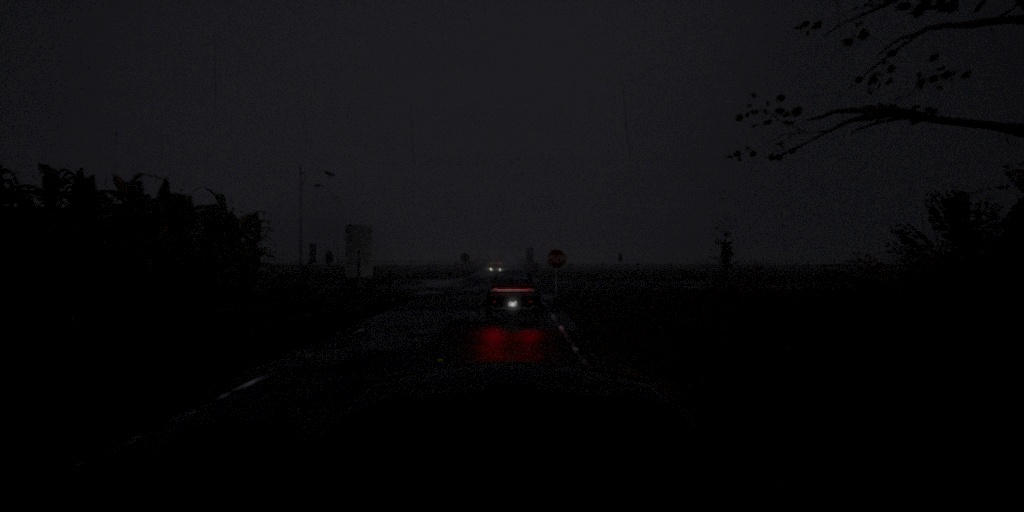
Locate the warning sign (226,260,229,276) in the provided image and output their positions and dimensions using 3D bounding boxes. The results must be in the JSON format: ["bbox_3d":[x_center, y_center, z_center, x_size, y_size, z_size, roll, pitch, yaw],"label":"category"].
[{"bbox_3d":[-24.158,0.840,30.146,1.060,1.860,1.300,0,0,0],"label":"warning sign"}]

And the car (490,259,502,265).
[{"bbox_3d":[-2.764,1.297,62.514,1.882,1.535,5.008,0,0,1],"label":"car"}]

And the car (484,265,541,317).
[{"bbox_3d":[0.041,1.272,13.357,2.128,1.511,4.902,0,0,0],"label":"car"}]
